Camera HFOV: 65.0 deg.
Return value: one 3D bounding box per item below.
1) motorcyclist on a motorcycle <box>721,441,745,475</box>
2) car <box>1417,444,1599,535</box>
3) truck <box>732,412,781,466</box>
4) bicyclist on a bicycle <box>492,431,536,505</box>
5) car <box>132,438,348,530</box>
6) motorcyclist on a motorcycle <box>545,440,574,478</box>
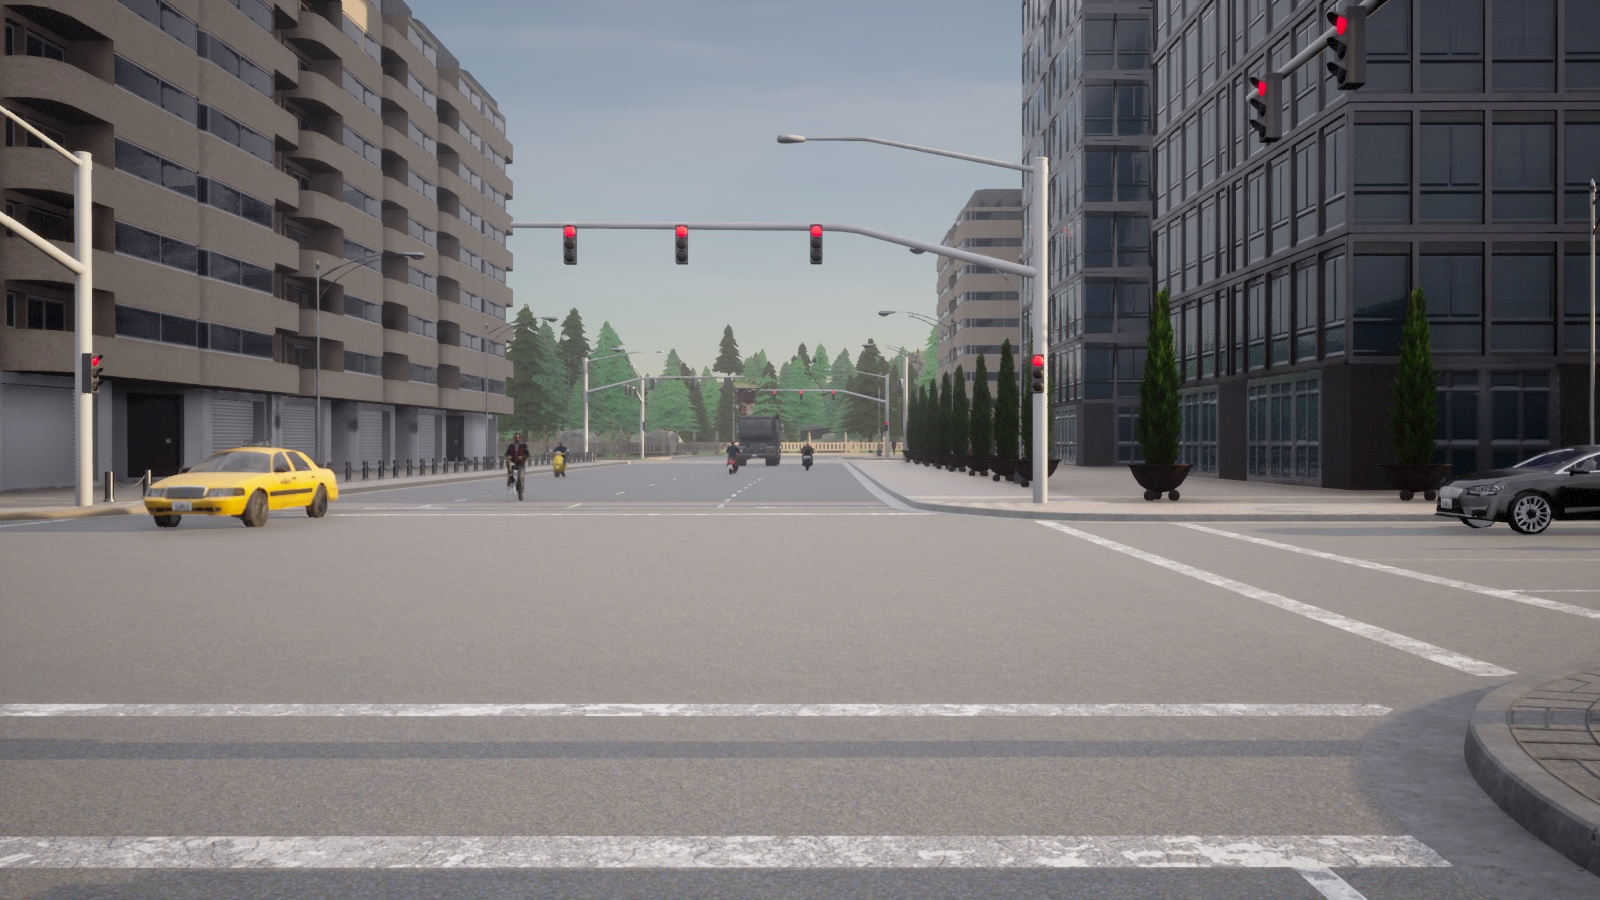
[{"bbox_3d":[-3.185,0.360,59.793,0.866,1.590,1.817,1,0,6],"label":"motorcyclist on a motorcycle"},{"bbox_3d":[13.678,0.646,21.788,4.902,1.511,2.128,0,0,1],"label":"car"},{"bbox_3d":[-2.822,-0.710,83.605,2.891,3.462,7.936,0,0,1],"label":"truck"},{"bbox_3d":[-7.117,0.435,31.316,0.659,1.776,1.843,0,0,0],"label":"bicyclist on a bicycle"},{"bbox_3d":[-10.577,0.570,24.228,1.801,1.575,5.366,0,0,0],"label":"car"},{"bbox_3d":[-10.350,0.386,54.160,0.866,1.590,1.817,0,0,1],"label":"motorcyclist on a motorcycle"}]
